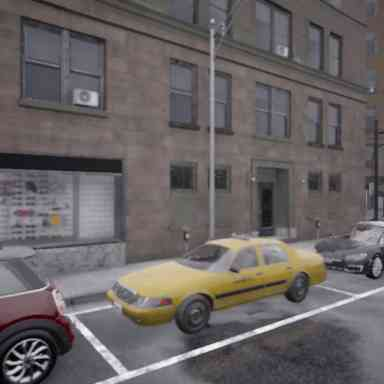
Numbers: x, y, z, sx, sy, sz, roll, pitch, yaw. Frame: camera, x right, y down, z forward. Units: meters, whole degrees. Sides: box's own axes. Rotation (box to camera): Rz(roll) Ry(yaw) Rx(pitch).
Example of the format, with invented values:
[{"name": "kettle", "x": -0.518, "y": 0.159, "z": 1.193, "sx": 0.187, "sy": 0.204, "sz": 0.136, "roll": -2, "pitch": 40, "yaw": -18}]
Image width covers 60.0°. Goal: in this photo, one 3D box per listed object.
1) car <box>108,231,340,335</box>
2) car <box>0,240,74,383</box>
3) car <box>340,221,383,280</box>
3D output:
[{"name": "car", "x": 0.777, "y": 1.545, "z": 6.741, "sx": 4.829, "sy": 1.417, "sz": 1.752, "roll": 0, "pitch": 0, "yaw": -35}, {"name": "car", "x": -3.577, "y": 1.436, "z": 3.637, "sx": 4.097, "sy": 1.590, "sz": 1.967, "roll": 0, "pitch": 0, "yaw": -35}, {"name": "car", "x": 5.408, "y": 1.595, "z": 10.044, "sx": 4.403, "sy": 1.369, "sz": 2.008, "roll": 0, "pitch": 0, "yaw": -35}]
